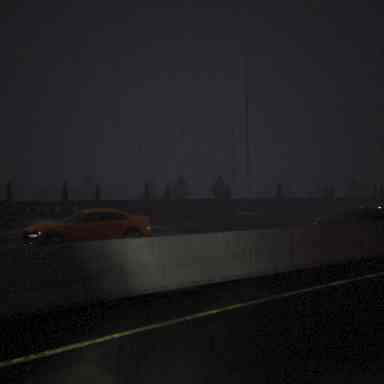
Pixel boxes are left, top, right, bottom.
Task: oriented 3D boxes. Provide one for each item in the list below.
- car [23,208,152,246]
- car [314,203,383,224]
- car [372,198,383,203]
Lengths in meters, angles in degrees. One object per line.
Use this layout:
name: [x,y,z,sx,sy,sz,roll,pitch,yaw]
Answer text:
car: [-4.112,1.430,13.601,5.008,1.535,1.882,0,0,-32]
car: [8.640,1.490,16.722,5.357,1.411,2.033,0,0,-25]
car: [15.960,1.259,27.221,4.553,1.767,2.097,0,0,-19]
